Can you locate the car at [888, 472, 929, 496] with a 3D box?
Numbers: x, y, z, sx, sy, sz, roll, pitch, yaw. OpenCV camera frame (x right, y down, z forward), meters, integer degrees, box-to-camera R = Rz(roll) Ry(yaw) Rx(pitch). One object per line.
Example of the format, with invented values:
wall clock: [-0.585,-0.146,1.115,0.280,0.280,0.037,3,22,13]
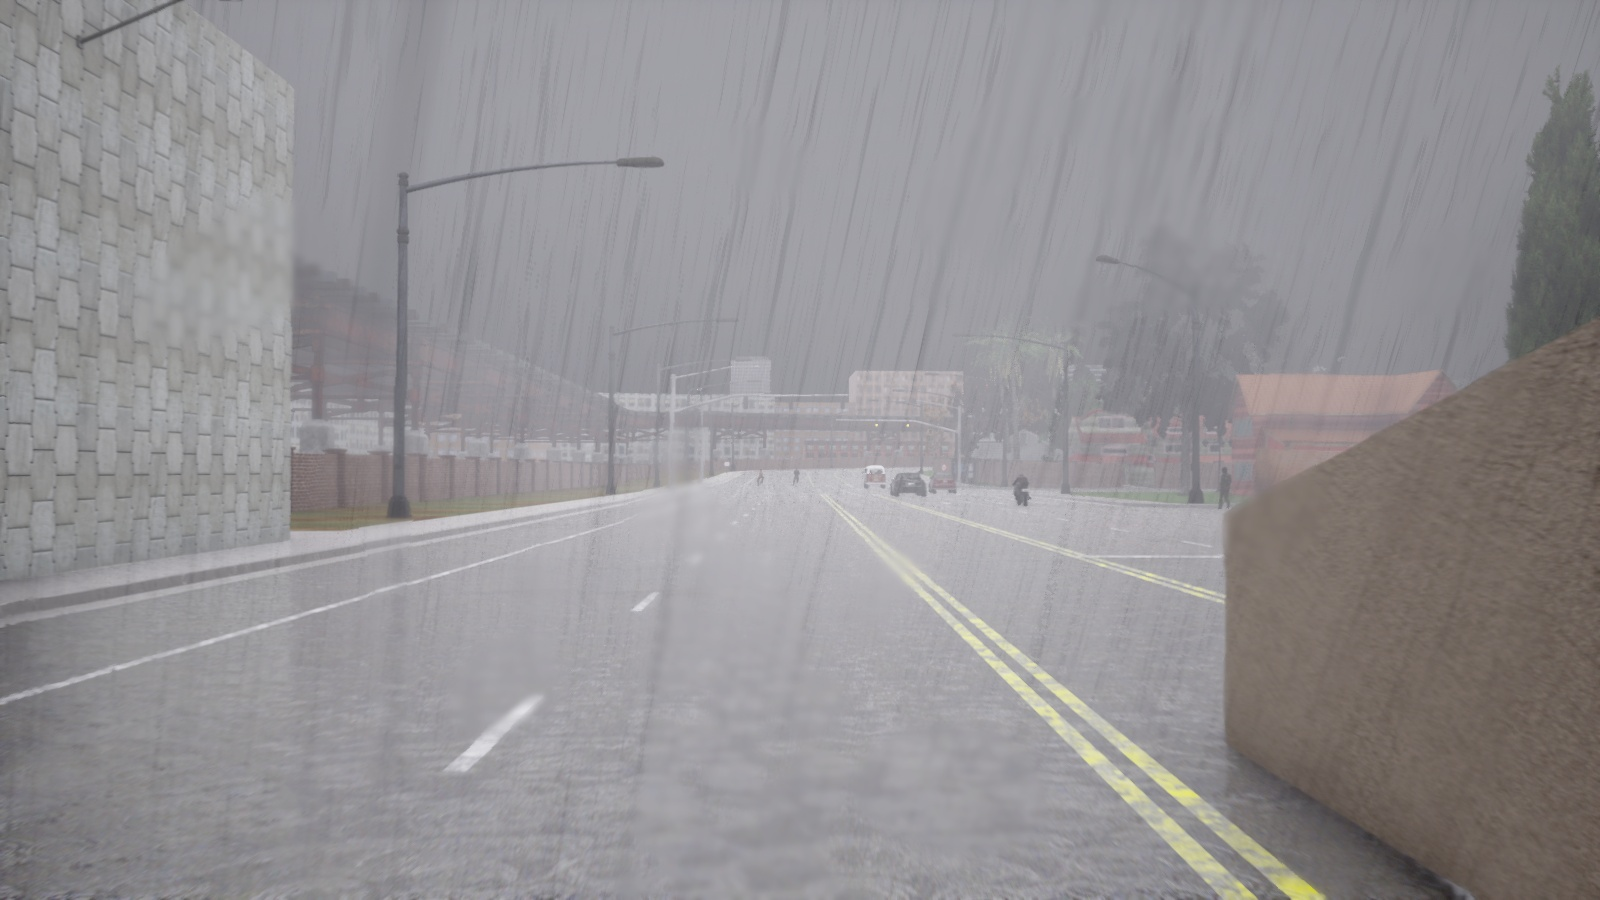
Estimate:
car: [6.799,2.110,78.996,2.163,1.488,4.792,0,-1,0]

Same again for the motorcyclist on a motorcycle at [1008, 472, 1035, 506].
motorcyclist on a motorcycle: [10.239,1.780,58.045,0.866,1.530,2.191,0,-1,0]

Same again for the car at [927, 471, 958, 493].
car: [10.269,2.269,90.676,1.789,1.549,3.705,0,-1,0]

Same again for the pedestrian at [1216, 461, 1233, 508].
pedestrian: [17.360,1.404,51.364,0.395,1.930,0.692,0,-1,-6]
